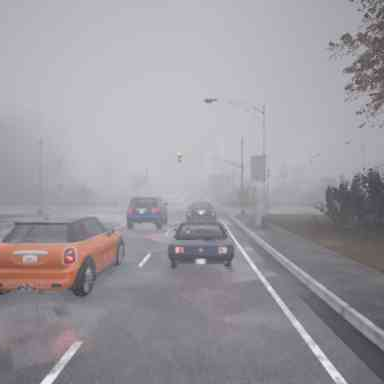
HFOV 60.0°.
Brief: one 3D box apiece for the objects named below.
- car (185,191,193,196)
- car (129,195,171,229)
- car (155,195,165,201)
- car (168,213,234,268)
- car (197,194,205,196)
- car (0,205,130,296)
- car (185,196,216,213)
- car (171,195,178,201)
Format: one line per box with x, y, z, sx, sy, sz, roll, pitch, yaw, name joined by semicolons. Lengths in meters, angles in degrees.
-0.832;1.349;91.293;2.128;1.511;4.902;0;1;1;car
-2.895;1.272;22.322;2.150;2.045;5.566;0;0;2;car
-8.058;1.527;83.819;1.895;1.301;4.718;0;1;2;car
0.301;1.643;11.459;1.895;1.301;4.718;0;0;1;car
2.666;1.361;91.117;2.128;1.511;4.902;0;1;1;car
-3.251;1.383;8.887;2.097;1.767;4.553;0;0;1;car
0.671;1.408;24.327;2.097;1.767;4.553;0;0;2;car
-4.556;1.458;83.842;1.812;1.442;4.674;0;1;2;car
